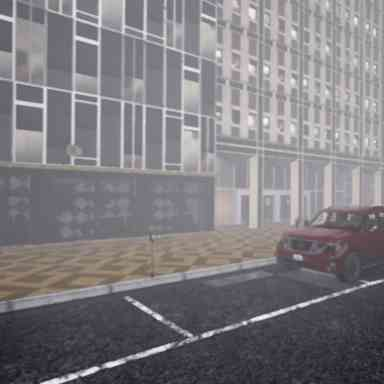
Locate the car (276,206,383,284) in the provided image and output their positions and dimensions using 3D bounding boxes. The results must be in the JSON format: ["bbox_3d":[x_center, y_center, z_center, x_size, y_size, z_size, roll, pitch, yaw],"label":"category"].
[{"bbox_3d":[4.758,1.365,9.965,5.009,1.841,2.192,0,0,-36],"label":"car"}]

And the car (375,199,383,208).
[{"bbox_3d":[30.109,1.757,49.339,1.752,1.417,4.829,1,0,-36],"label":"car"}]
